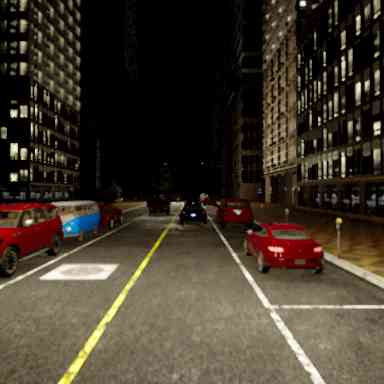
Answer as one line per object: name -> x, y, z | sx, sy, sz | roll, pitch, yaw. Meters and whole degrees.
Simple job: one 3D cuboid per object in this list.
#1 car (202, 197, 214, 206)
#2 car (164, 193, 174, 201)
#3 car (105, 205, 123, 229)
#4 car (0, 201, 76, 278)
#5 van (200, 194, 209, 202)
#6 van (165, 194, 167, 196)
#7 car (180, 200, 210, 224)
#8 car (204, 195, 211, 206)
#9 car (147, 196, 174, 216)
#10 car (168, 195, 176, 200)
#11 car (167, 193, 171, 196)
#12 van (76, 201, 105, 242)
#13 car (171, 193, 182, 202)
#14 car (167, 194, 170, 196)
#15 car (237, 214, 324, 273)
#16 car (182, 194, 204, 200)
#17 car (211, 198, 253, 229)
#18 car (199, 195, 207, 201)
car -> 2.690, 1.545, 55.686 | 1.802, 1.307, 4.206 | 0, 0, 0
car -> -5.690, 1.232, 84.029 | 2.192, 1.841, 5.009 | 0, 0, 0
car -> -5.691, 1.534, 21.677 | 1.887, 1.381, 4.507 | 0, 0, 0
car -> -5.691, 1.311, 10.340 | 2.192, 1.841, 5.009 | 0, 0, 0
van -> 2.690, 1.278, 72.693 | 1.690, 1.788, 3.998 | 0, 0, 0
van -> -5.691, 1.304, 55.686 | 1.690, 1.788, 3.998 | 0, 0, 0
car -> 0.100, 1.551, 24.863 | 1.994, 1.385, 4.181 | 0, 0, 0
car -> 2.690, 1.512, 50.018 | 1.887, 1.381, 4.507 | 0, 0, 0
car -> -3.096, 1.458, 33.010 | 1.882, 1.535, 5.008 | 0, 0, 0
car -> -5.691, 1.442, 95.365 | 1.887, 1.381, 4.507 | 0, 0, 0
car -> -5.690, 1.493, 78.361 | 1.947, 1.339, 4.313 | 0, 0, 0
van -> -5.691, 1.334, 16.009 | 1.690, 1.788, 3.998 | 0, 0, 0
car -> -3.000, 1.402, 73.748 | 2.128, 1.511, 4.902 | 0, 0, 0
car -> -5.690, 1.522, 61.356 | 1.947, 1.339, 4.313 | 0, 0, 0
car -> 2.690, 1.579, 10.340 | 1.802, 1.307, 4.206 | 0, 0, 0
car -> 0.101, 1.326, 42.330 | 2.097, 1.767, 4.553 | 0, 0, 0
car -> 2.690, 1.305, 21.676 | 2.192, 1.841, 5.009 | 0, 0, 0
car -> 2.690, 1.462, 84.029 | 1.887, 1.381, 4.507 | 0, 0, 0
